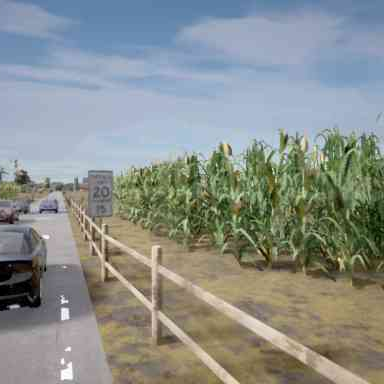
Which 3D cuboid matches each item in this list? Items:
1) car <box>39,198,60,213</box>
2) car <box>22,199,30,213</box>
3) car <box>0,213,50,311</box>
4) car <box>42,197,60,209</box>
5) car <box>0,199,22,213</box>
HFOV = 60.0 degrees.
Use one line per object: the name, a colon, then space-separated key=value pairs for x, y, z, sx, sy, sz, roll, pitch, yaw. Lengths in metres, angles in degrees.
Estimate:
car: x=-15.727 y=1.560 z=36.605 sx=2.033 sy=1.411 sz=5.357 roll=0 pitch=0 yaw=-21
car: x=-17.908 y=1.514 z=34.359 sx=2.128 sy=1.511 sz=4.902 roll=0 pitch=0 yaw=-21
car: x=-4.382 y=1.480 z=7.563 sx=1.882 sy=1.535 sz=5.008 roll=0 pitch=0 yaw=-21
car: x=-19.381 y=1.510 z=45.769 sx=2.128 sy=1.511 sz=4.902 roll=0 pitch=0 yaw=-21
car: x=-13.974 y=1.369 z=24.217 sx=2.097 sy=1.767 sz=4.553 roll=0 pitch=0 yaw=-21
